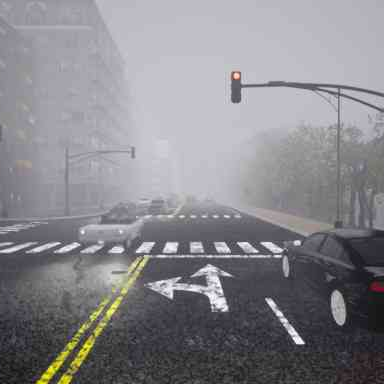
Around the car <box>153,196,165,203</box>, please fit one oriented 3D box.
[{"bbox_3d":[-6.786,1.501,68.263,1.882,1.535,5.008,0,0,0],"label":"car"}]

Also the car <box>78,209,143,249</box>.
[{"bbox_3d":[-3.419,1.614,14.711,1.895,1.301,4.718,0,-1,0],"label":"car"}]

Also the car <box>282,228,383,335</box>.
[{"bbox_3d":[3.326,1.477,6.891,1.882,1.535,5.008,0,0,0],"label":"car"}]

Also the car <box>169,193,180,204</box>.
[{"bbox_3d":[-3.551,1.241,64.926,2.150,2.045,5.566,0,0,0],"label":"car"}]

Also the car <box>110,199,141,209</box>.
[{"bbox_3d":[-6.881,1.604,34.070,1.895,1.301,4.718,0,0,3],"label":"car"}]

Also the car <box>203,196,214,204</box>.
[{"bbox_3d":[3.103,1.510,61.405,2.128,1.511,4.902,0,0,0],"label":"car"}]

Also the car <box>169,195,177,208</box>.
[{"bbox_3d":[-3.539,1.574,47.776,1.994,1.385,4.181,0,0,0],"label":"car"}]

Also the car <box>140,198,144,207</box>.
[{"bbox_3d":[-6.788,1.535,47.531,1.812,1.442,4.674,0,0,0],"label":"car"}]

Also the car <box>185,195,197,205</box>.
[{"bbox_3d":[-0.144,1.370,60.846,2.097,1.767,4.553,0,0,0],"label":"car"}]

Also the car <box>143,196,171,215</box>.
[{"bbox_3d":[-3.485,1.508,34.168,1.837,1.490,4.892,0,0,0],"label":"car"}]
